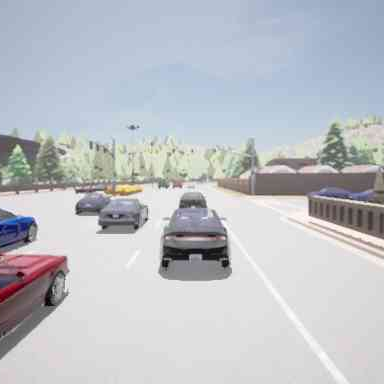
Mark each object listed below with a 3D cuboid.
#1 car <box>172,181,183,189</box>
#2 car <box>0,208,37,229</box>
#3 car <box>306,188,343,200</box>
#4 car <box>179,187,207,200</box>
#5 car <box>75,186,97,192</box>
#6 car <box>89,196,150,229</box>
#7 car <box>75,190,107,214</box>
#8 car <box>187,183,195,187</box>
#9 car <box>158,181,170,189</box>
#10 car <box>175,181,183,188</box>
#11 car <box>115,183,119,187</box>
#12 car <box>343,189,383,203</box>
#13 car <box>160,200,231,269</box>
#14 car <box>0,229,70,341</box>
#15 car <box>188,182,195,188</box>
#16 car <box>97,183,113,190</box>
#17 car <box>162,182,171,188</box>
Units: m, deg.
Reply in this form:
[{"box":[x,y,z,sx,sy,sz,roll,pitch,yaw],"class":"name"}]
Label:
[{"box":[-3.625,-1.795,81.881,2.150,2.045,5.566,0,2,0],"class":"car"},{"box":[-6.916,1.200,10.852,1.882,1.535,5.008,0,2,0],"class":"car"},{"box":[15.150,0.250,36.992,4.674,1.442,1.812,0,2,2],"class":"car"},{"box":[0.063,0.708,23.818,1.882,1.535,5.008,0,2,0],"class":"car"},{"box":[-17.647,-0.359,54.726,1.895,1.301,4.718,0,2,0],"class":"car"},{"box":[-3.424,1.025,17.425,2.033,1.411,5.357,0,2,0],"class":"car"},{"box":[-6.935,0.780,24.197,1.994,1.385,4.181,0,2,0],"class":"car"},{"box":[-0.129,-1.583,84.538,1.812,1.442,4.674,0,2,0],"class":"car"},{"box":[-7.125,-1.795,81.876,2.150,2.045,5.566,0,2,0],"class":"car"},{"box":[-3.641,-2.160,92.235,2.097,1.767,4.553,0,2,0],"class":"car"},{"box":[-17.614,-1.217,74.998,1.812,1.442,4.674,0,2,0],"class":"car"},{"box":[18.174,0.389,33.384,4.674,1.442,1.812,0,2,2],"class":"car"},{"box":[0.087,1.238,10.289,2.128,1.511,4.902,0,2,0],"class":"car"},{"box":[-3.410,1.537,4.699,1.895,1.301,4.718,0,1,0],"class":"car"},{"box":[-0.144,-1.959,94.281,1.812,1.442,4.674,0,2,0],"class":"car"},{"box":[-17.598,-0.796,64.683,2.033,1.411,5.357,0,2,0],"class":"car"},{"box":[-7.141,-1.991,92.266,2.128,1.511,4.902,0,2,0],"class":"car"}]
